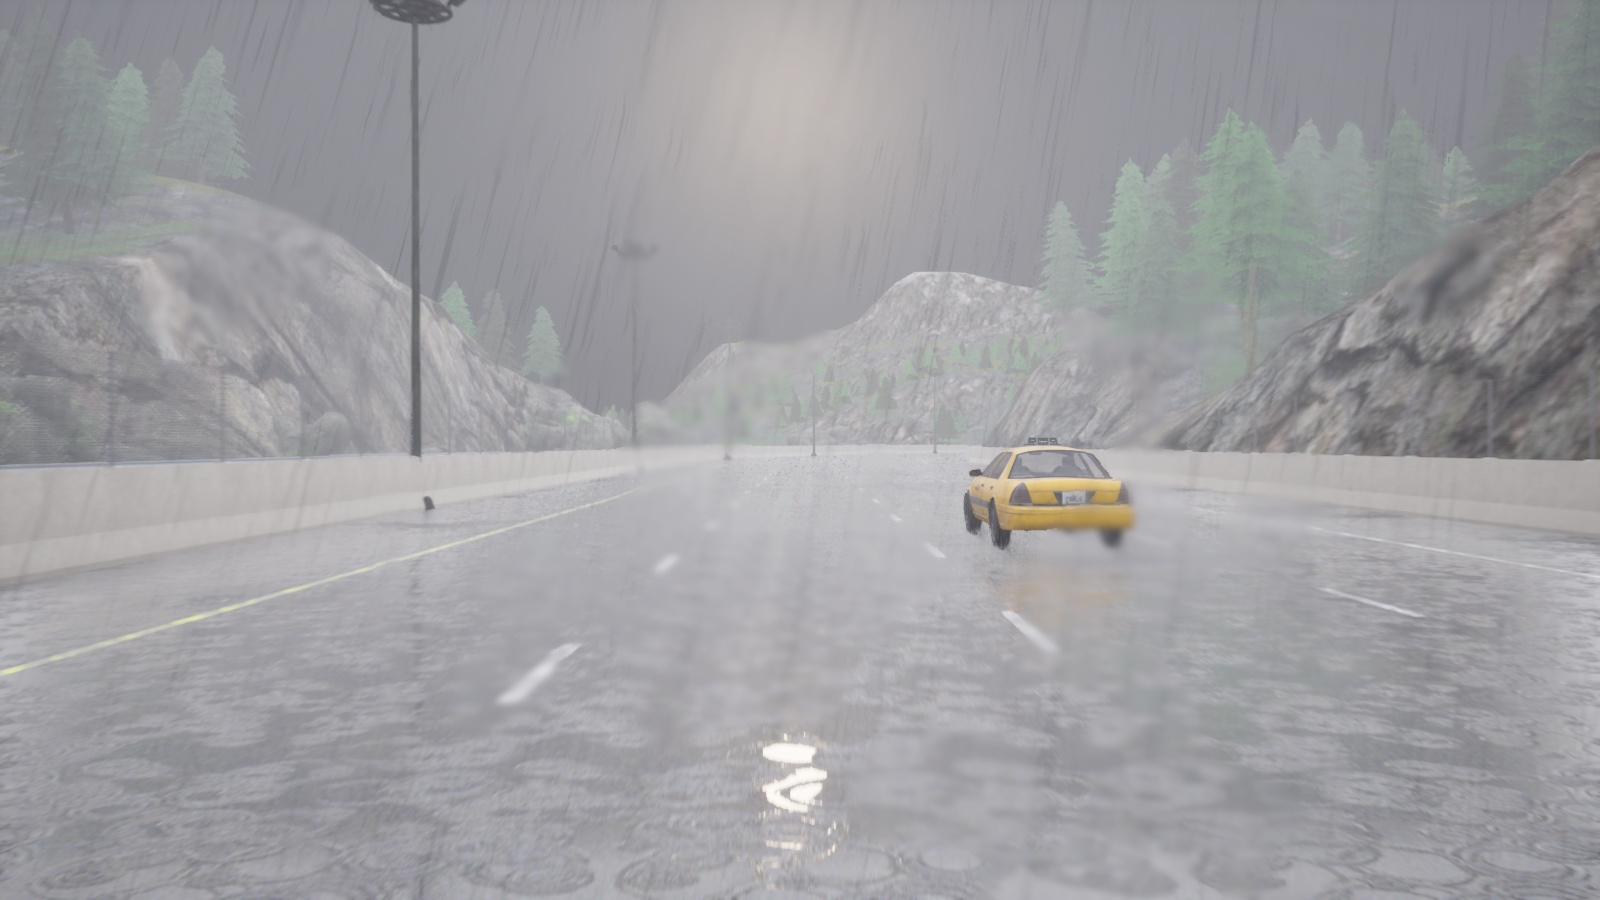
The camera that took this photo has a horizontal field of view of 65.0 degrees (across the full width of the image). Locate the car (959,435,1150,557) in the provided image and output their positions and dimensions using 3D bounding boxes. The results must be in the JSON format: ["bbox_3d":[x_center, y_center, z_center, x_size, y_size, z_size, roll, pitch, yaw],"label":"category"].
[{"bbox_3d":[3.622,0.583,18.881,1.801,1.575,5.366,0,0,0],"label":"car"}]
